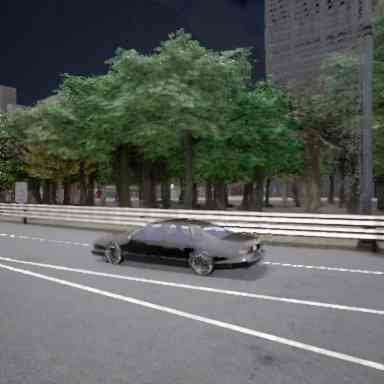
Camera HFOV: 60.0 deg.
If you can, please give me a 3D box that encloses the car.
[{"bbox_3d":[-0.528,1.559,10.168,5.357,1.411,2.033,0,0,27],"label":"car"}]
